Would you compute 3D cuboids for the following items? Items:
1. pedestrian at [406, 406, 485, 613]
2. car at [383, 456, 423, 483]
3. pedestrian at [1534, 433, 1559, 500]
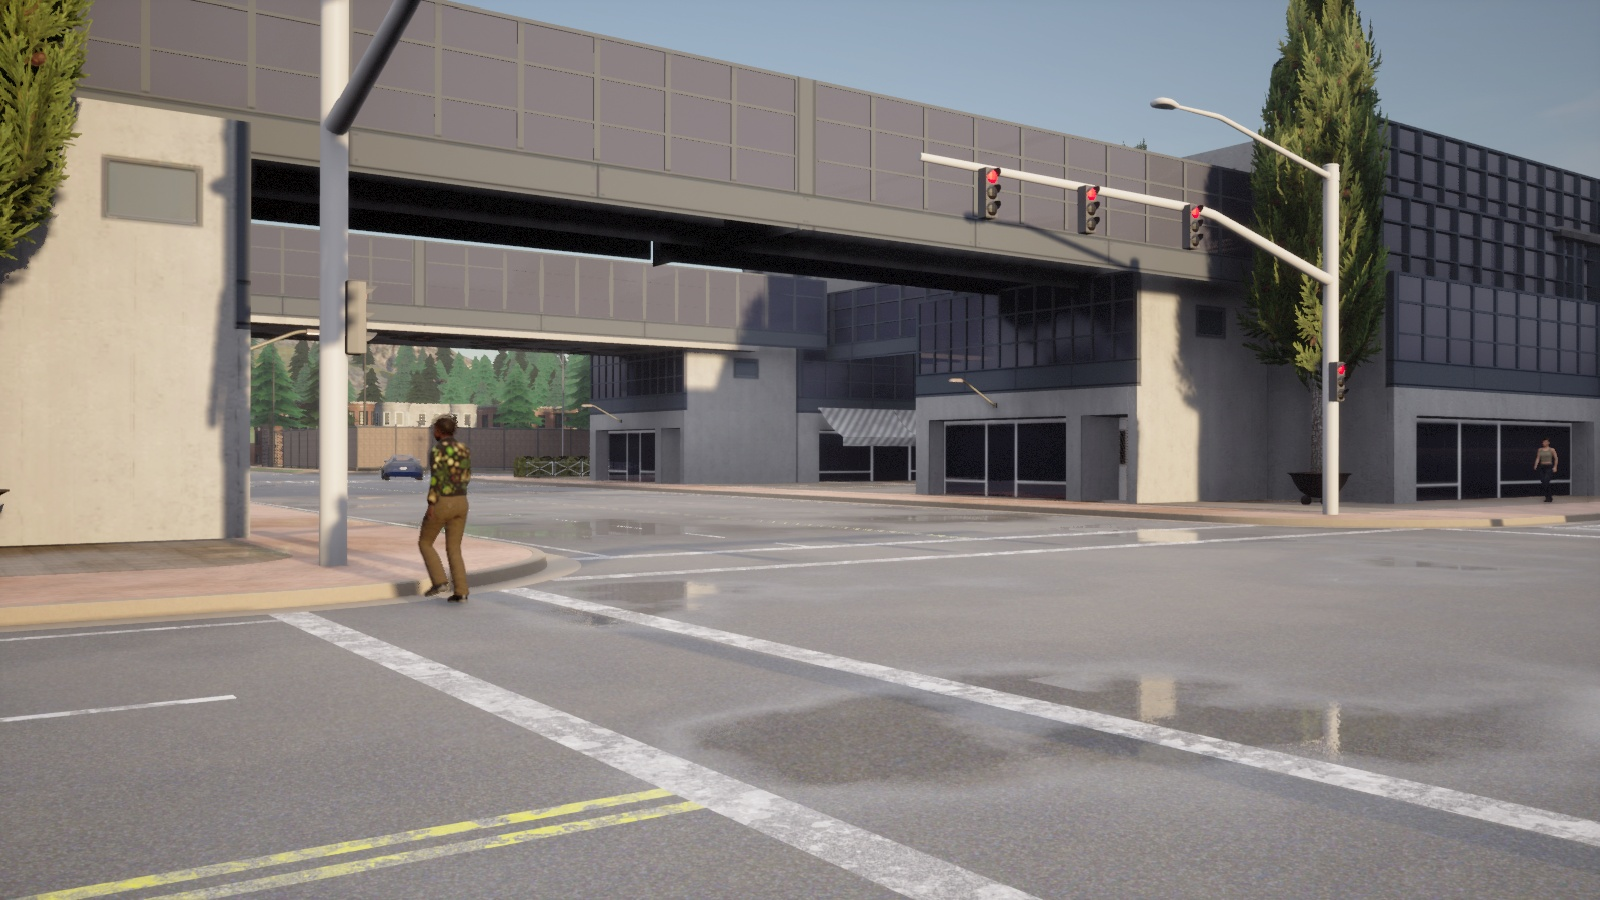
[{"bbox_3d":[-3.427,0.558,12.116,0.692,1.930,0.395,0,0,38],"label":"pedestrian"},{"bbox_3d":[-21.385,1.020,67.700,1.994,1.385,4.181,0,0,-18],"label":"car"},{"bbox_3d":[20.674,0.445,34.780,0.594,1.836,0.345,0,0,-28],"label":"pedestrian"}]
